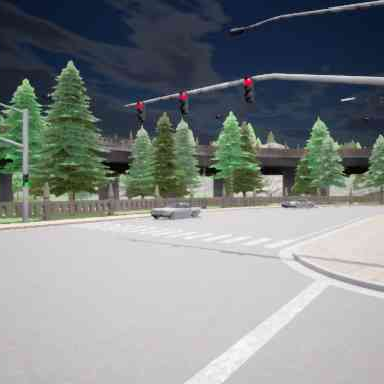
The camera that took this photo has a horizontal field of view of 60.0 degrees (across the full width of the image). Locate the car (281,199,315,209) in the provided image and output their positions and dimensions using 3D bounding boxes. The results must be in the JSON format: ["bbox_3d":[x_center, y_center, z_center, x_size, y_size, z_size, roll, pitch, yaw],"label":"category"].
[{"bbox_3d":[13.945,1.572,43.981,4.718,1.301,1.895,0,0,-32],"label":"car"}]

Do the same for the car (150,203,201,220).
[{"bbox_3d":[-1.308,1.576,27.801,1.895,1.301,4.718,0,0,37],"label":"car"}]
